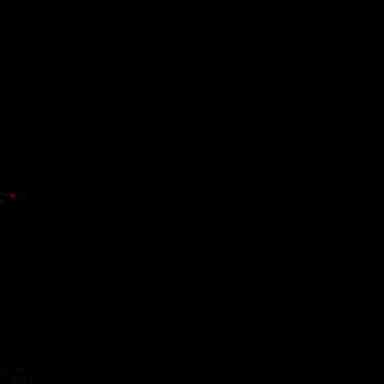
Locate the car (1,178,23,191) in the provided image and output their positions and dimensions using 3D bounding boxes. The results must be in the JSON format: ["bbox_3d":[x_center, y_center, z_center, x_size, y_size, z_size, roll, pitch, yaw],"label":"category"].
[{"bbox_3d":[-22.484,-1.022,41.423,1.812,1.442,4.674,2,4,-45],"label":"car"}]
